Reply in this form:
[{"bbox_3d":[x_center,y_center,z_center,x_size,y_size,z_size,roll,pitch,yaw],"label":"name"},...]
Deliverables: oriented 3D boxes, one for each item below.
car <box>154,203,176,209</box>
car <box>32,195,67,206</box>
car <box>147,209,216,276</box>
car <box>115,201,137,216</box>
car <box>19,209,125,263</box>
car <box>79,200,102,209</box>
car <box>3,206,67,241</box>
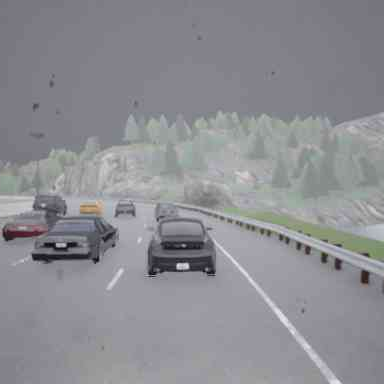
[{"bbox_3d":[-2.237,1.629,28.369,2.033,1.411,5.357,0,0,-9],"label":"car"},{"bbox_3d":[-13.389,1.321,31.521,2.150,2.045,5.566,0,0,-10],"label":"car"},{"bbox_3d":[-0.360,1.537,10.472,1.837,1.490,4.892,0,0,-3],"label":"car"},{"bbox_3d":[-6.575,1.589,33.021,2.128,1.511,4.902,0,0,-10],"label":"car"},{"bbox_3d":[-3.943,1.585,12.080,2.033,1.411,5.357,0,0,-4],"label":"car"},{"bbox_3d":[-10.340,1.582,34.201,1.882,1.535,5.008,0,0,-10],"label":"car"},{"bbox_3d":[-7.894,1.619,17.146,1.994,1.385,4.181,0,0,-5],"label":"car"}]
